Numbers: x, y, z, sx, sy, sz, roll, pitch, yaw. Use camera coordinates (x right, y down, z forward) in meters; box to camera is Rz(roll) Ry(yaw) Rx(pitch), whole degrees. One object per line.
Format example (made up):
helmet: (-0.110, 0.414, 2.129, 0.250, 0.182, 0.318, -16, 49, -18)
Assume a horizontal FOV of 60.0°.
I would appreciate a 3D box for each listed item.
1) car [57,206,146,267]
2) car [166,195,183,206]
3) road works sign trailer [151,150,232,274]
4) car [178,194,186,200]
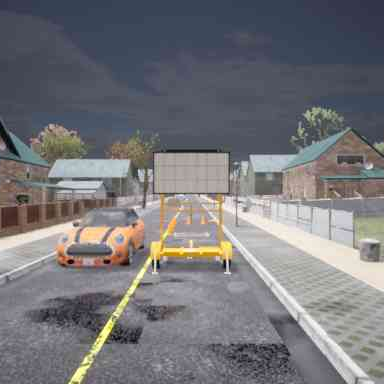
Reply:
car: (-2.873, 1.355, 11.468, 2.097, 1.767, 4.553, 0, 0, 0)
car: (-2.951, 1.564, 52.902, 1.994, 1.385, 4.181, 0, 0, 0)
road works sign trailer: (-0.021, 0.468, 10.528, 2.380, 3.560, 2.880, 0, 0, 0)
car: (-2.936, 1.198, 90.372, 2.150, 2.045, 5.566, 0, 0, 0)
